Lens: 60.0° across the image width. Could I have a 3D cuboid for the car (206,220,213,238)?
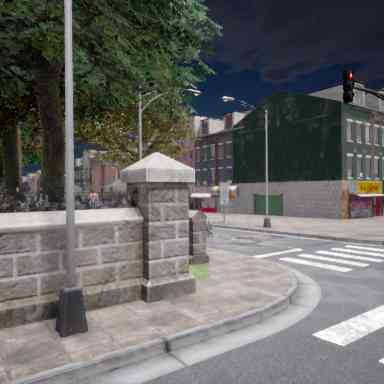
[{"bbox_3d":[-0.813,1.741,18.594,1.837,1.490,4.892,-1,-1,-35],"label":"car"}]
